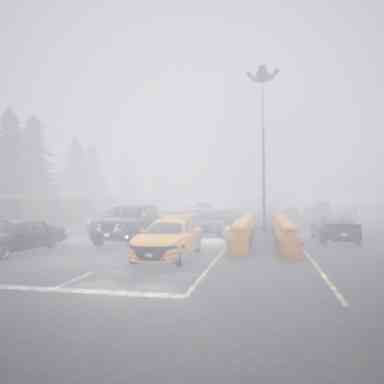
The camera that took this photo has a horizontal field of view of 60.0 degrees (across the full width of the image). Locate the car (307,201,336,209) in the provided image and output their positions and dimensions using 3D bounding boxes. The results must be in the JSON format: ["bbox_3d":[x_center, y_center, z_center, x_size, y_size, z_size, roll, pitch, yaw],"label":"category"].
[{"bbox_3d":[16.982,2.204,43.848,2.150,2.045,5.566,-1,-1,12],"label":"car"}]

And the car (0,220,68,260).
[{"bbox_3d":[-7.699,1.974,14.673,2.033,1.411,5.357,-1,-1,14],"label":"car"}]

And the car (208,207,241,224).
[{"bbox_3d":[3.031,2.309,30.436,1.994,1.385,4.181,-1,-1,13],"label":"car"}]

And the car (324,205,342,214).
[{"bbox_3d":[22.687,2.755,53.759,1.994,1.385,4.181,-1,-1,13],"label":"car"}]

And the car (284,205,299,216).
[{"bbox_3d":[14.181,2.615,47.347,1.812,1.442,4.674,-1,-1,13],"label":"car"}]

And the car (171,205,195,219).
[{"bbox_3d":[-1.122,2.584,43.772,1.882,1.535,5.008,-1,-1,13],"label":"car"}]

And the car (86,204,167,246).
[{"bbox_3d":[-3.341,1.702,18.045,2.150,2.045,5.566,-1,-1,13],"label":"car"}]

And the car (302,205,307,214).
[{"bbox_3d":[19.166,2.786,54.051,1.994,1.385,4.181,-1,-1,13],"label":"car"}]

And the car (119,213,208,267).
[{"bbox_3d":[-0.852,1.818,13.129,1.882,1.535,5.008,-1,-1,12],"label":"car"}]

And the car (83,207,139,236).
[{"bbox_3d":[-5.636,1.991,23.800,2.097,1.767,4.553,-1,-1,13],"label":"car"}]

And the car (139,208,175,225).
[{"bbox_3d":[-3.405,2.419,33.753,2.033,1.411,5.357,-1,-1,13],"label":"car"}]

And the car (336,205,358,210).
[{"bbox_3d":[20.524,2.467,43.996,1.837,1.490,4.892,-1,-1,13],"label":"car"}]

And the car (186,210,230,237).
[{"bbox_3d":[1.105,2.110,21.905,1.994,1.385,4.181,-1,-1,12],"label":"car"}]

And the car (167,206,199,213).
[{"bbox_3d":[-1.059,2.195,28.210,1.882,1.535,5.008,-1,-1,12],"label":"car"}]

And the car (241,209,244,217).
[{"bbox_3d":[5.233,2.537,40.182,1.994,1.385,4.181,-1,-1,13],"label":"car"}]

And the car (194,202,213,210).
[{"bbox_3d":[1.258,2.180,38.536,2.150,2.045,5.566,-1,-1,12],"label":"car"}]

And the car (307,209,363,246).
[{"bbox_3d":[7.577,1.876,17.786,1.882,1.535,5.008,-1,-1,13],"label":"car"}]
